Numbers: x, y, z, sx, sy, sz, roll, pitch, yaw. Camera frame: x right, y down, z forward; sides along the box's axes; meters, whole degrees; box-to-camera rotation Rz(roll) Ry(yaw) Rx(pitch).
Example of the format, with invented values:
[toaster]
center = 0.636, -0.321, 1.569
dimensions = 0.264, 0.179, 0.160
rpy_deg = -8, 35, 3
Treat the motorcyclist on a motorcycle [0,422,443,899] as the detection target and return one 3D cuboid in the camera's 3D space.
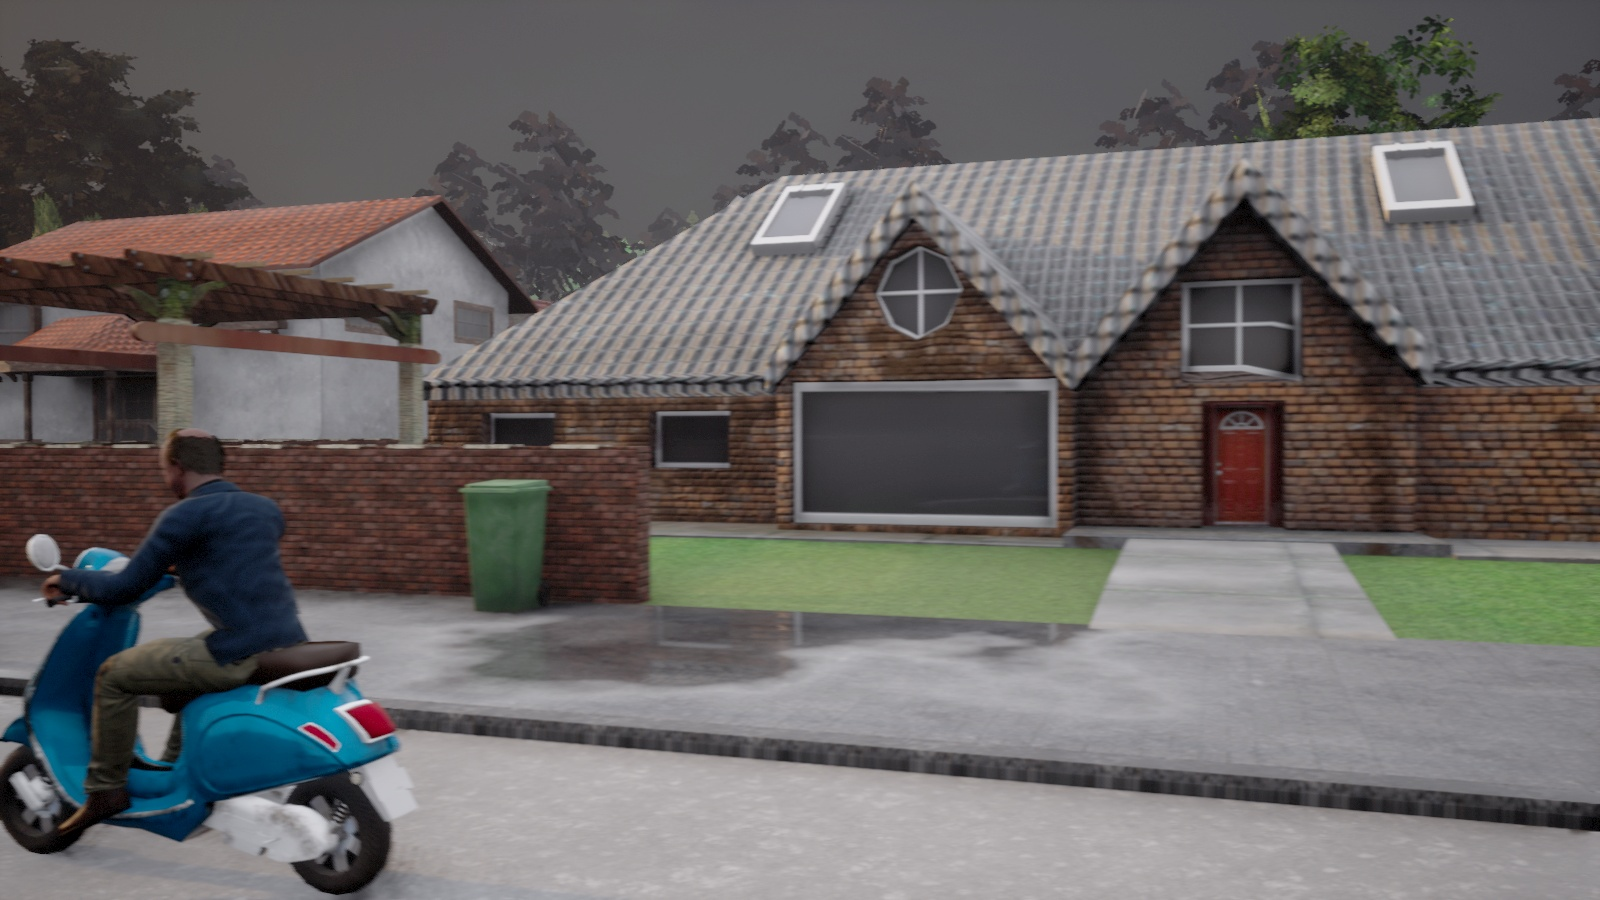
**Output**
[motorcyclist on a motorcycle]
center = -2.311, 0.699, 4.497
dimensions = 1.817, 1.590, 0.866
rpy_deg = 1, 1, 19
